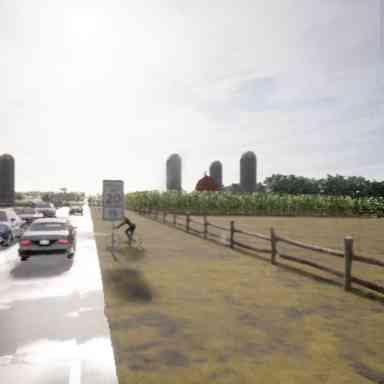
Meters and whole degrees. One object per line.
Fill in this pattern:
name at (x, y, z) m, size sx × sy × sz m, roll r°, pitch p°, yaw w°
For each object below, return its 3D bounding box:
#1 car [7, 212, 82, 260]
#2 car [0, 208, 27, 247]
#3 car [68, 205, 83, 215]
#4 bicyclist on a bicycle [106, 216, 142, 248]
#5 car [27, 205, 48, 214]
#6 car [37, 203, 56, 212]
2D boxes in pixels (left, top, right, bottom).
car at (-5.729, 1.779, 13.568) m, size 2.033 × 1.411 × 5.357 m, roll 1°, pitch -1°, yaw -18°
car at (-9.632, 1.613, 16.042) m, size 2.097 × 1.767 × 4.553 m, roll 1°, pitch -1°, yaw -18°
car at (-15.567, 2.401, 44.672) m, size 1.895 × 1.301 × 4.718 m, roll 1°, pitch -1°, yaw -18°
bicyclist on a bicycle at (-3.078, 1.767, 15.149) m, size 1.656 × 1.620 × 0.582 m, roll 2°, pitch -2°, yaw -17°
car at (-12.687, 1.995, 25.740) m, size 1.994 × 1.385 × 4.181 m, roll 1°, pitch -1°, yaw -18°
car at (-15.603, 1.951, 35.135) m, size 2.097 × 1.767 × 4.553 m, roll 1°, pitch -1°, yaw -17°
